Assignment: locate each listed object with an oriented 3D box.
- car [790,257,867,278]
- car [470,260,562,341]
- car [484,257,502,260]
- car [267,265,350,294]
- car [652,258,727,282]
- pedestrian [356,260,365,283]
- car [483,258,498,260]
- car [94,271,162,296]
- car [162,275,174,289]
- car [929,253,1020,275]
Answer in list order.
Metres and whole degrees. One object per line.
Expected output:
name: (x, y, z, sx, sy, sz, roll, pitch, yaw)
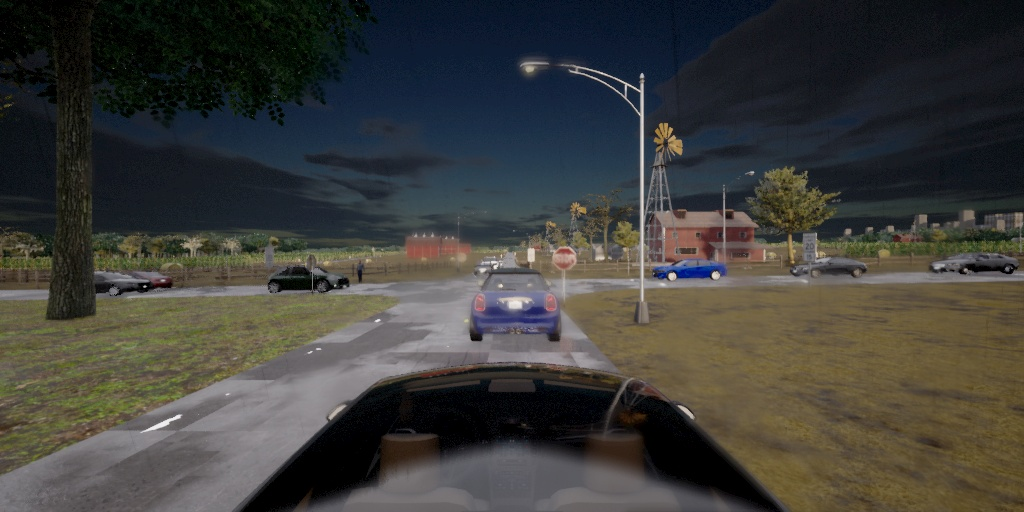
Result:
car: (22.590, 0.792, 25.652, 4.674, 1.442, 1.812, -1, 1, 0)
car: (0.080, 1.103, 10.003, 2.097, 1.767, 4.553, 0, 0, 0)
car: (-2.929, 1.089, 48.570, 2.150, 2.045, 5.566, 0, 0, 0)
car: (-12.721, 1.360, 22.600, 4.553, 1.767, 2.097, -1, 1, 4)
car: (12.606, 0.944, 25.625, 5.008, 1.535, 1.882, -1, 1, -1)
pedestrian: (-12.211, 1.211, 28.784, 0.375, 1.860, 0.375, 0, 2, 0)
car: (-2.919, 1.301, 38.345, 2.128, 1.511, 4.902, 0, 0, 0)
car: (-25.845, 1.753, 22.859, 4.892, 1.490, 1.837, -1, 1, 0)
car: (-27.079, 1.782, 25.782, 4.181, 1.385, 1.994, -1, 1, 1)
car: (32.888, 0.547, 25.610, 4.902, 1.511, 2.128, -1, 1, 0)
